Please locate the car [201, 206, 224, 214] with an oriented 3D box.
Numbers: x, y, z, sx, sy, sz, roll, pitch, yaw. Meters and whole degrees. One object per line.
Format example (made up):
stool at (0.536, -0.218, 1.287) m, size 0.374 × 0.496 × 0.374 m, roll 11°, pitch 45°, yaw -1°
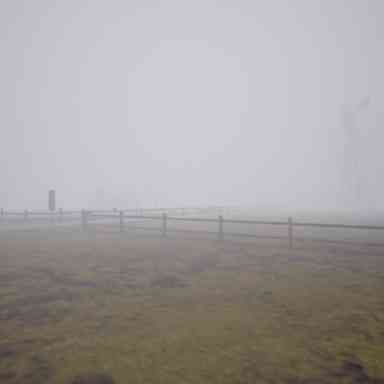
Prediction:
car at (3.450, 3.010, 56.317) m, size 2.033 × 1.411 × 5.357 m, roll -2°, pitch -3°, yaw 35°
